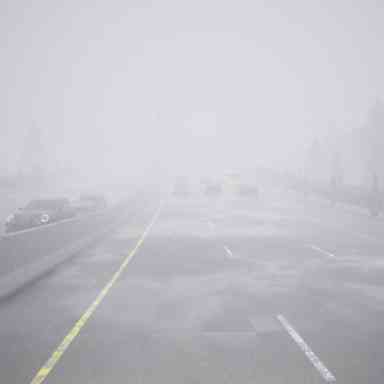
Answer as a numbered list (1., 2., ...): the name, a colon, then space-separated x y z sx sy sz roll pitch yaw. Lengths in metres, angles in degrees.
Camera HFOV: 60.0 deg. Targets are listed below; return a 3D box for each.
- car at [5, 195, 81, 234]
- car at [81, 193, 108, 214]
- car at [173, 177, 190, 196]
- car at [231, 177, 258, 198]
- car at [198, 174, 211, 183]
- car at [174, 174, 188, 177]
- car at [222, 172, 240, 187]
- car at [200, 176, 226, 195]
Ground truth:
1. car: -7.676 1.121 17.279 2.097 1.767 4.553 0 3 -2
2. car: -7.861 0.848 25.601 2.033 1.411 5.357 0 5 -2
3. car: -1.199 -0.452 37.755 2.033 1.411 5.357 0 7 -1
4. car: 5.899 -0.336 36.468 1.882 1.535 5.008 0 7 -2
5. car: 2.012 -1.861 48.529 1.882 1.535 5.008 0 7 -2
6. car: -1.532 -1.822 48.102 1.882 1.535 5.008 0 7 -1
7. car: 5.492 -1.845 46.457 2.150 2.045 5.566 0 7 -2
8. car: 2.344 -0.570 38.254 1.882 1.535 5.008 0 7 -2
